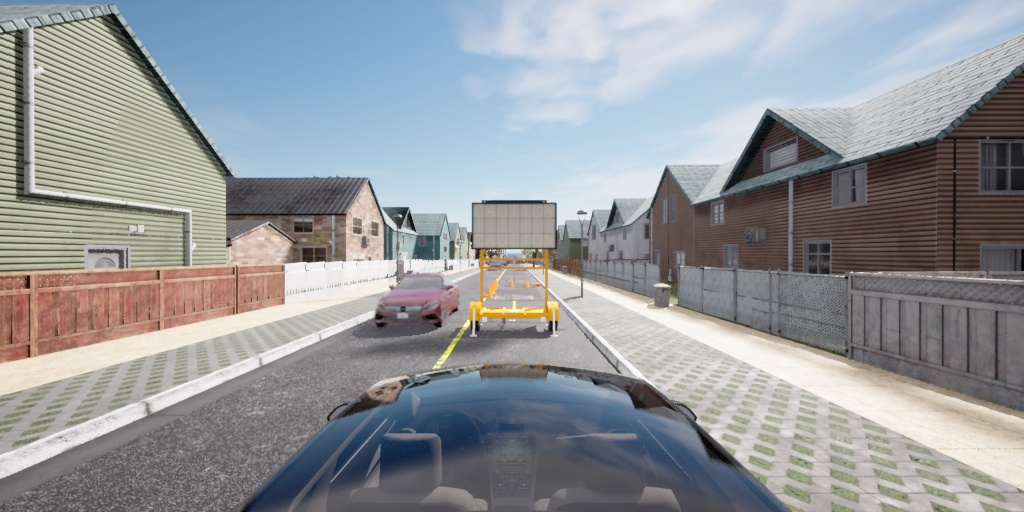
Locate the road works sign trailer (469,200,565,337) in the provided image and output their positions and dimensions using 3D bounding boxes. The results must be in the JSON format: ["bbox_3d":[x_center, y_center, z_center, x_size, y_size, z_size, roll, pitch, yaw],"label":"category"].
[{"bbox_3d":[0.063,0.214,10.276,2.380,3.560,2.880,0,0,1],"label":"road works sign trailer"}]

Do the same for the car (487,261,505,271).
[{"bbox_3d":[-2.527,1.437,52.422,2.033,1.411,5.357,0,0,0],"label":"car"}]

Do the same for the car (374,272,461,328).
[{"bbox_3d":[-2.786,1.276,11.508,1.812,1.442,4.674,0,0,0],"label":"car"}]
